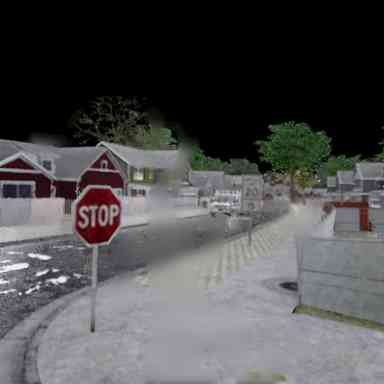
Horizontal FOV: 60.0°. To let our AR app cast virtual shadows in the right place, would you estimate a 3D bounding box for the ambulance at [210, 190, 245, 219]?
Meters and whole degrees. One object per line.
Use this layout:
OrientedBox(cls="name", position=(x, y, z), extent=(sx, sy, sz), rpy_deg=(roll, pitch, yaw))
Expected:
OrientedBox(cls="ambulance", position=(3.551, 1.063, 31.272), extent=(2.351, 2.431, 6.366), rpy_deg=(3, 1, 23))
